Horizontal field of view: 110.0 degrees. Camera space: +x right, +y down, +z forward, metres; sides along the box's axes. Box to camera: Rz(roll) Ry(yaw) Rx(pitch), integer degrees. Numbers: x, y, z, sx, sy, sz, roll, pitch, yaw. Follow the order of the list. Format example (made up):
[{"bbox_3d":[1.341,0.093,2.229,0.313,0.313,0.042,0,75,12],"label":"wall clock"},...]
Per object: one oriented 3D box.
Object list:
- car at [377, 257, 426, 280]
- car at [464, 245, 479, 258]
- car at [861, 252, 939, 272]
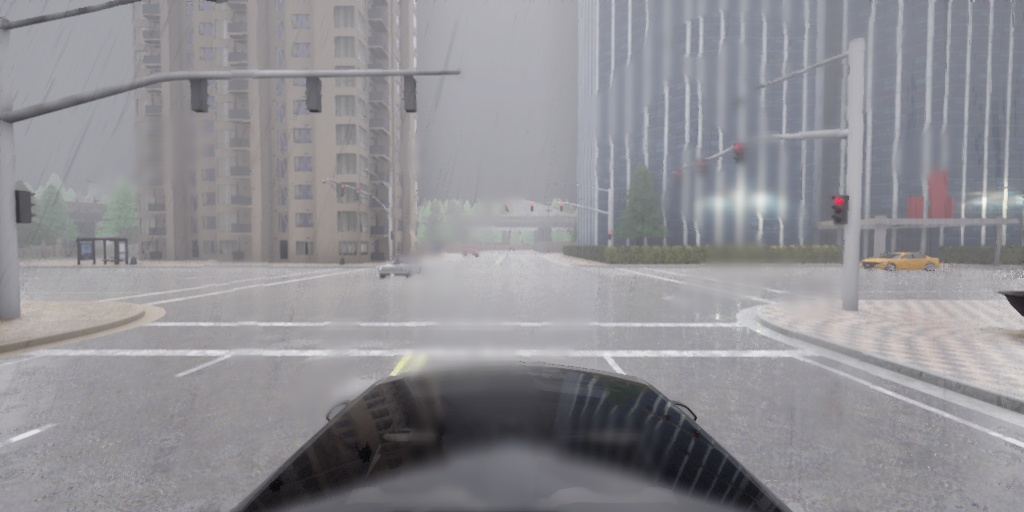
[{"bbox_3d":[-7.001,0.747,23.189,1.895,1.301,4.718,0,2,0],"label":"car"},{"bbox_3d":[-7.003,-0.865,62.121,2.150,2.045,5.566,0,2,0],"label":"car"},{"bbox_3d":[30.699,0.465,28.442,5.008,1.535,1.882,0,2,-1],"label":"car"}]
